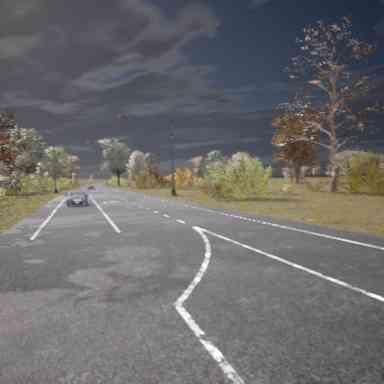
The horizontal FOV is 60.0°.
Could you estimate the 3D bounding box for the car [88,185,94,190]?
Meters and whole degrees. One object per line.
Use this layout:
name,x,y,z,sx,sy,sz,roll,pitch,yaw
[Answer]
car,-27.609,-1.236,90.681,2.033,1.411,5.357,-2,2,-15

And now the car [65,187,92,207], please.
car,-11.010,0.583,31.920,2.128,1.511,4.902,-2,2,-19
